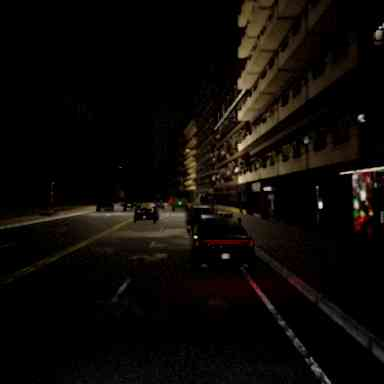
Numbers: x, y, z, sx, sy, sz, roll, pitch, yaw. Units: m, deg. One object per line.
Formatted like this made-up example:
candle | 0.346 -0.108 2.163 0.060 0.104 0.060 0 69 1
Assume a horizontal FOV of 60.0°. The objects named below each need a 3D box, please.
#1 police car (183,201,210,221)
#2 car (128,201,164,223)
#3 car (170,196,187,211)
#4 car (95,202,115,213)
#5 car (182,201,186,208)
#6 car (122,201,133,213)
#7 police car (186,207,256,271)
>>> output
police car | 0.593 1.649 21.639 1.930 1.638 5.238 0 -1 -2
car | -3.818 1.788 28.422 2.128 1.511 4.902 0 -1 -3
car | -1.840 1.741 49.172 2.150 2.045 5.566 0 0 -4
car | -11.383 1.991 43.860 1.812 1.442 4.674 0 0 -4
car | 0.366 1.791 27.577 1.837 1.490 4.892 0 -1 -2
car | -8.137 1.973 44.110 1.837 1.490 4.892 0 -1 -4
police car | 0.860 1.545 11.556 1.930 1.638 5.238 0 -1 -1
